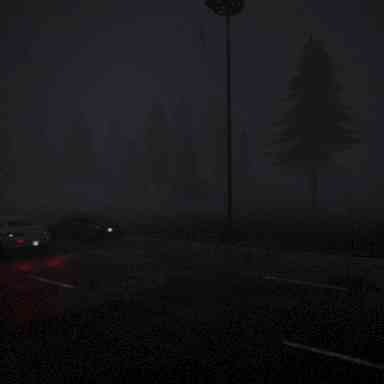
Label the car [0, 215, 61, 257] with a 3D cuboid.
[{"bbox_3d":[-7.645,1.679,13.653,4.674,1.442,1.812,0,0,36],"label":"car"}]

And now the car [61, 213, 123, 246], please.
[{"bbox_3d":[-5.371,1.715,16.329,4.181,1.385,1.994,-1,0,36],"label":"car"}]
